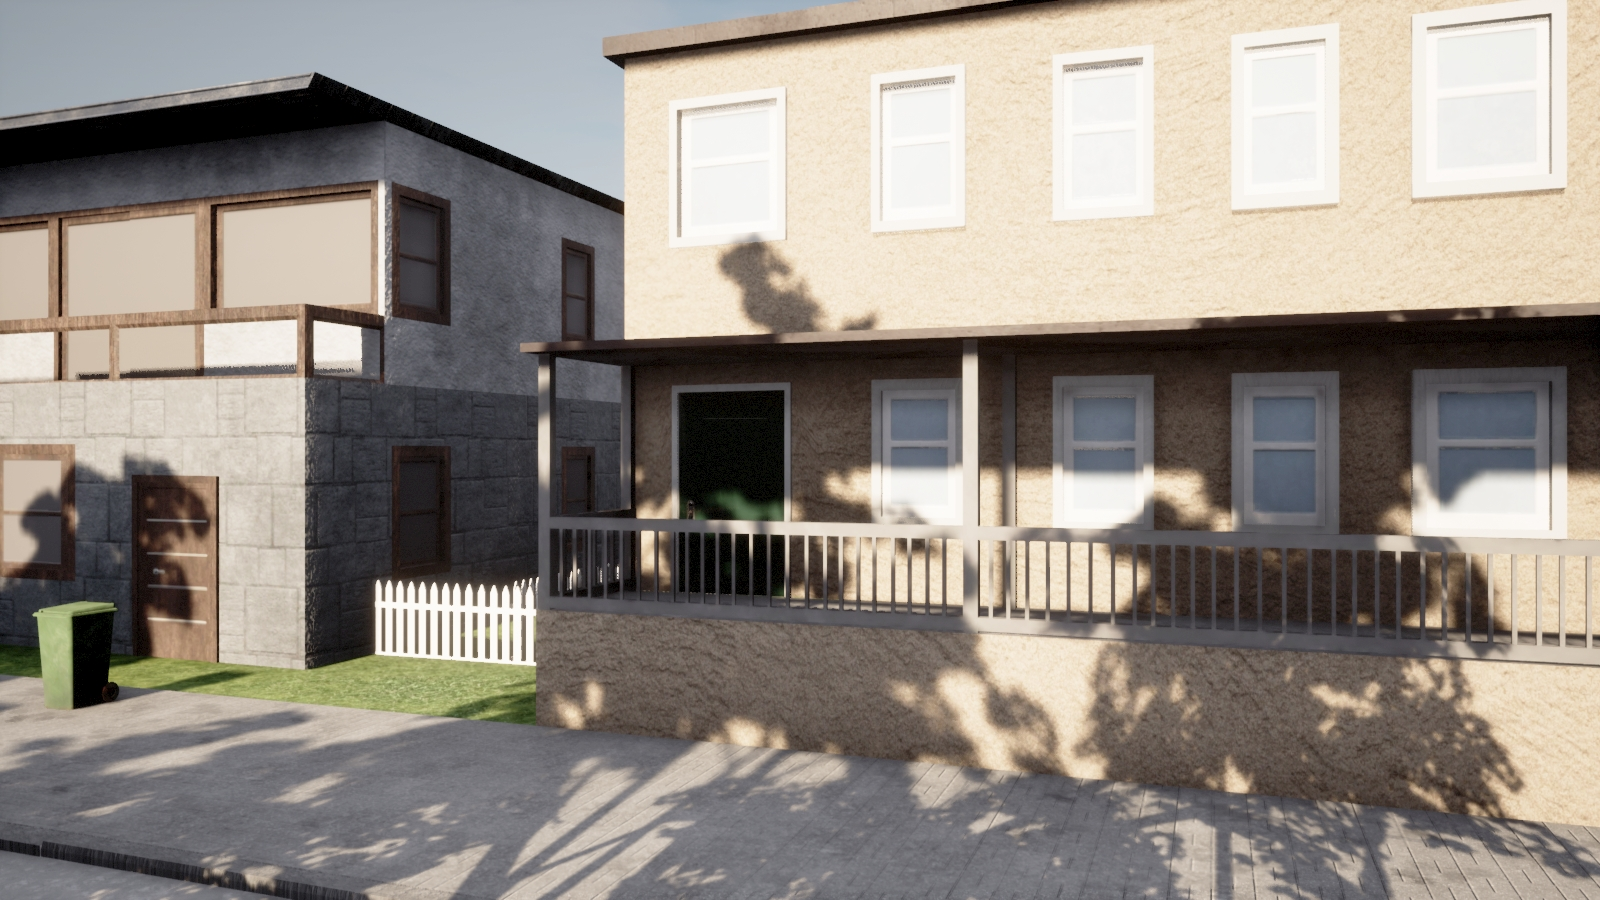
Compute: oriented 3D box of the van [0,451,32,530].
[{"bbox_3d":[-27.753,1.329,35.973,1.988,2.561,5.915,0,0,20],"label":"van"}]
